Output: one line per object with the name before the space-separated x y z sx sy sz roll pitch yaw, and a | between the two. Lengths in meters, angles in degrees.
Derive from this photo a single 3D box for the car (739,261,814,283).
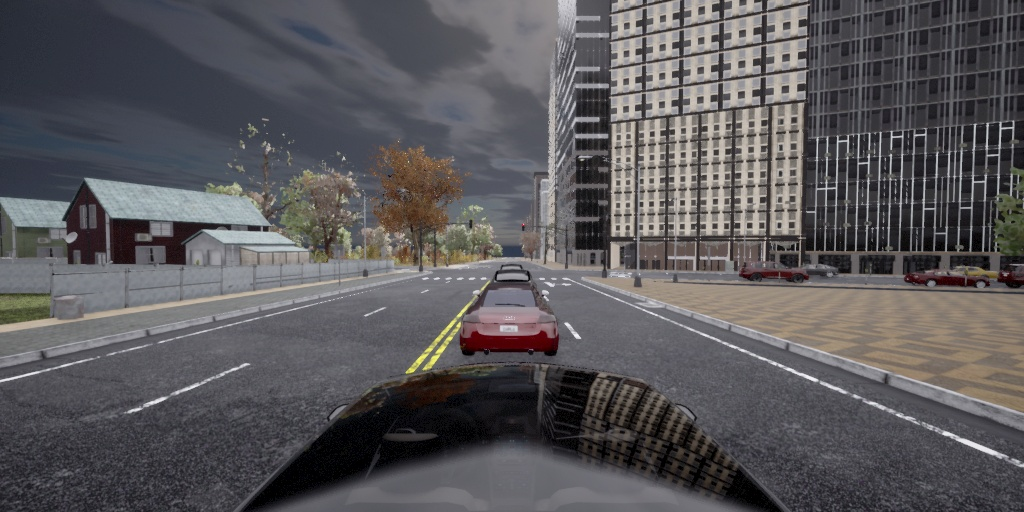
car | 22.974 1.393 31.707 5.009 1.841 2.192 0 0 20

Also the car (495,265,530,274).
car | 0.028 1.250 14.016 1.837 1.490 4.892 0 0 0

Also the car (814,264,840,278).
car | 31.000 1.469 37.166 4.403 1.370 2.007 0 0 20

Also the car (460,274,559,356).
car | -0.033 1.311 8.630 1.994 1.385 4.181 0 0 1

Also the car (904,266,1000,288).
car | 33.625 1.715 27.823 4.507 1.381 1.888 0 0 20

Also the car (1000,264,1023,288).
car | 38.951 1.531 25.881 5.009 1.841 2.192 0 0 20
